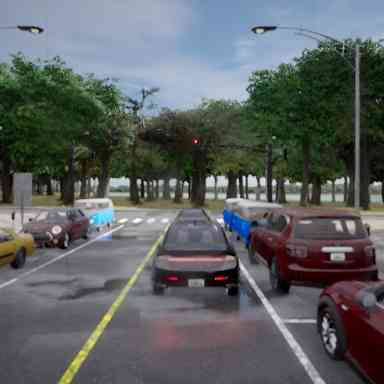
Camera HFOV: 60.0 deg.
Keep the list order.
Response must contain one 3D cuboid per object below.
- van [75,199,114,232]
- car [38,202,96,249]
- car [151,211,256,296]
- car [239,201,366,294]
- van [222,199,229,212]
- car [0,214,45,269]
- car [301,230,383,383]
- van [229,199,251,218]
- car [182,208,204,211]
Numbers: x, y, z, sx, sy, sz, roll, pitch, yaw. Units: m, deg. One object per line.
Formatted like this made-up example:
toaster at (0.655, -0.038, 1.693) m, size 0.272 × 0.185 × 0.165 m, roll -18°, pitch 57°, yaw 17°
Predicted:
van at (-5.780, 1.315, 19.543) m, size 1.690 × 1.788 × 3.998 m, roll 0°, pitch 0°, yaw 0°
car at (-5.776, 1.421, 14.105) m, size 1.967 × 1.590 × 4.097 m, roll 0°, pitch 0°, yaw 0°
car at (0.082, 1.480, 8.631) m, size 2.128 × 1.511 × 4.902 m, roll 0°, pitch 0°, yaw 0°
car at (2.753, 1.303, 8.674) m, size 2.192 × 1.841 × 5.009 m, roll 0°, pitch 0°, yaw 0°
van at (2.745, 1.315, 19.549) m, size 1.690 × 1.788 × 3.998 m, roll 0°, pitch 0°, yaw 0°
car at (-5.771, 1.514, 8.498) m, size 1.752 × 1.417 × 4.829 m, roll 0°, pitch 0°, yaw 0°
car at (2.758, 1.435, 3.236) m, size 1.967 × 1.590 × 4.097 m, roll 0°, pitch 0°, yaw 0°
van at (2.749, 1.322, 14.112) m, size 1.690 × 1.788 × 3.998 m, roll 0°, pitch 0°, yaw 0°
car at (0.043, 1.541, 17.623) m, size 1.994 × 1.385 × 4.181 m, roll 0°, pitch 0°, yaw 1°
